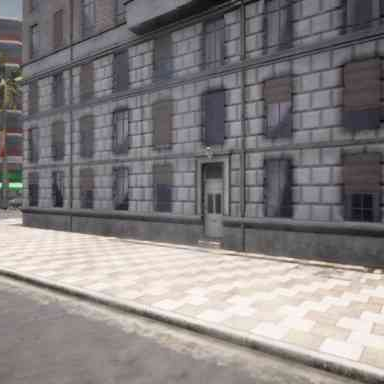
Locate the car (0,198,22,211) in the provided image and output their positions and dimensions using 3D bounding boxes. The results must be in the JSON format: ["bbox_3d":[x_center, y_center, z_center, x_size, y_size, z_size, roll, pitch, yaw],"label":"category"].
[{"bbox_3d":[-21.376,1.505,41.171,1.837,1.490,4.892,0,0,36],"label":"car"}]
